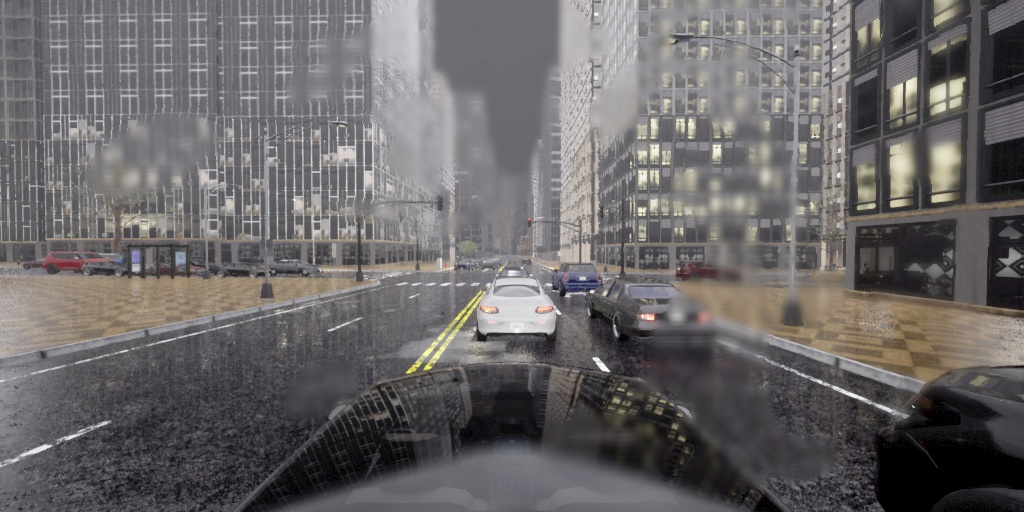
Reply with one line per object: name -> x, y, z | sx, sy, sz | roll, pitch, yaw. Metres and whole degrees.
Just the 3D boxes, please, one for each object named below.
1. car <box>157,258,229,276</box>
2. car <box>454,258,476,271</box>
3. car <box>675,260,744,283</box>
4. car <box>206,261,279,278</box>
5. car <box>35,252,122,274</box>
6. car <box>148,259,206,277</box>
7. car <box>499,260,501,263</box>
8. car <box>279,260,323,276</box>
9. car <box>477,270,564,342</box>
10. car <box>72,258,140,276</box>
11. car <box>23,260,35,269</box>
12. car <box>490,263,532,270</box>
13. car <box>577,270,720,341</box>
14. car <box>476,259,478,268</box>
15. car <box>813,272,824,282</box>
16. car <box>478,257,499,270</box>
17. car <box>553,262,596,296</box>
car -> -29.408, 0.981, 33.145 | 5.008, 1.535, 1.882 | 1, 1, 1
car -> -6.576, 1.068, 49.264 | 2.097, 1.767, 4.553 | 0, 0, 1
car -> 16.221, 1.269, 29.727 | 5.009, 1.841, 2.192 | 0, 0, 1
car -> -22.703, 1.174, 30.293 | 4.313, 1.339, 1.948 | 0, 0, 1
car -> -40.005, 0.626, 33.375 | 5.566, 2.045, 2.150 | 1, 1, 1
car -> -28.387, 1.138, 30.432 | 4.207, 1.307, 1.802 | 0, 0, 1
car -> -3.268, 1.304, 61.006 | 1.895, 1.301, 4.718 | 0, 0, 0
car -> -19.997, 1.080, 32.944 | 4.902, 1.511, 2.128 | 1, 1, 1
car -> 0.107, 1.272, 9.662 | 1.812, 1.442, 4.674 | 0, 0, 0
car -> -34.067, 1.069, 30.611 | 4.313, 1.339, 1.948 | 0, 0, 1
car -> -50.932, 0.793, 39.404 | 4.207, 1.307, 1.802 | 0, 0, 1
car -> 0.116, 1.288, 18.906 | 2.033, 1.411, 5.357 | 0, 0, 0
car -> 3.360, 1.293, 9.800 | 2.033, 1.411, 5.357 | 0, 0, 0
car -> -6.530, 1.211, 58.361 | 1.837, 1.490, 4.892 | 0, 0, 0
car -> 27.670, 1.579, 29.518 | 4.829, 1.417, 1.751 | 0, 0, 1
car -> -3.292, 1.262, 51.245 | 2.033, 1.411, 5.357 | 0, 0, 0
car -> 3.367, 1.093, 19.185 | 2.097, 1.767, 4.553 | 0, 0, 0
